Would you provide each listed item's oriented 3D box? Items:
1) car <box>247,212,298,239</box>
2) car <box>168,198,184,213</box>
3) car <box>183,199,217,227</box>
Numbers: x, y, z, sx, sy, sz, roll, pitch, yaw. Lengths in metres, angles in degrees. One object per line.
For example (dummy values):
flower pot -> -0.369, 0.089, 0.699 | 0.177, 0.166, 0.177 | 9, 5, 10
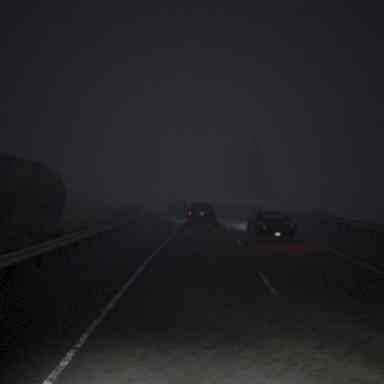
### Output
car -> 4.149, 1.725, 18.053 | 1.895, 1.301, 4.718 | 0, 0, 2
car -> -1.687, 1.619, 41.137 | 2.097, 1.767, 4.553 | 0, 0, -13
car -> 0.606, 1.511, 24.175 | 2.097, 1.767, 4.553 | 0, 0, -1
